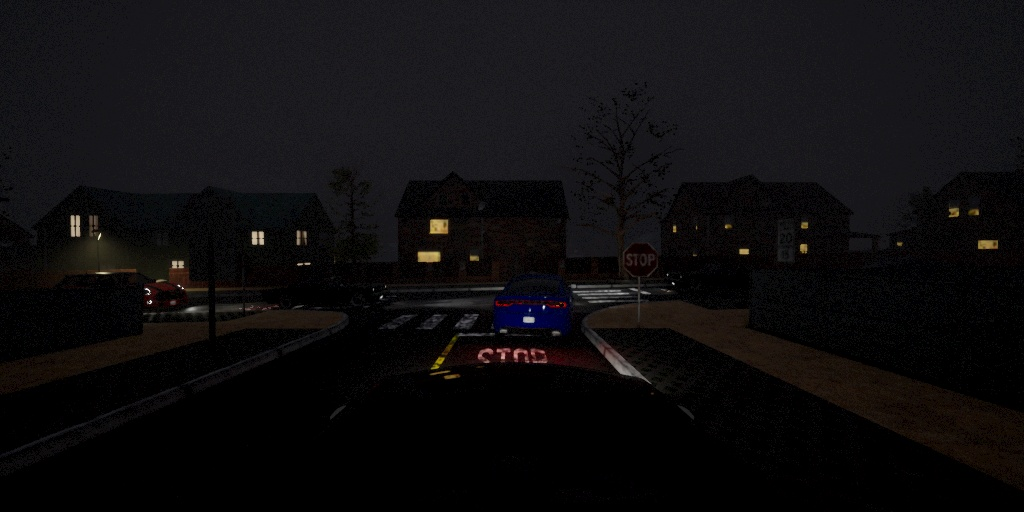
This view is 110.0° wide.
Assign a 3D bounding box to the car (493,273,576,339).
[{"bbox_3d":[0.785,1.226,10.182,1.882,1.535,5.008,0,0,10],"label":"car"}]

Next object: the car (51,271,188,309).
[{"bbox_3d":[-16.801,1.471,15.379,4.553,1.767,2.097,-1,1,0],"label":"car"}]

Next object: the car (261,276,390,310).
[{"bbox_3d":[-7.814,1.506,15.388,4.718,1.301,1.895,-1,1,0],"label":"car"}]

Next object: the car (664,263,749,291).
[{"bbox_3d":[10.408,1.034,18.319,4.718,1.301,1.895,-1,1,-1],"label":"car"}]

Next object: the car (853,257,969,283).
[{"bbox_3d":[20.053,0.753,18.357,5.357,1.411,2.033,-1,1,0],"label":"car"}]
